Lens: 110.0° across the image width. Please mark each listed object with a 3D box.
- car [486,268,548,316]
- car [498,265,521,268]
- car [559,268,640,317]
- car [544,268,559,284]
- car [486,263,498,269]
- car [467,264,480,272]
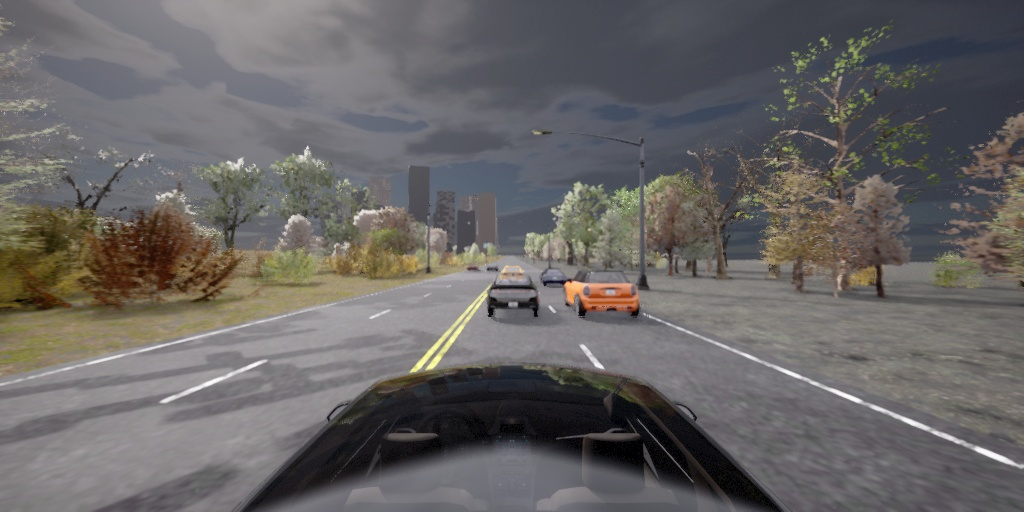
[{"bbox_3d":[0.051,1.405,14.146,2.128,1.511,4.902,0,-1,0],"label":"car"},{"bbox_3d":[0.064,1.597,30.343,1.882,1.535,5.008,0,0,0],"label":"car"},{"bbox_3d":[3.295,1.257,14.063,2.097,1.767,4.553,0,-1,0],"label":"car"},{"bbox_3d":[3.306,1.670,29.326,1.994,1.385,4.181,0,-1,0],"label":"car"},{"bbox_3d":[-3.274,1.887,60.878,1.882,1.535,5.008,0,0,1],"label":"car"},{"bbox_3d":[-6.520,2.009,60.772,1.895,1.301,4.718,0,0,1],"label":"car"}]
